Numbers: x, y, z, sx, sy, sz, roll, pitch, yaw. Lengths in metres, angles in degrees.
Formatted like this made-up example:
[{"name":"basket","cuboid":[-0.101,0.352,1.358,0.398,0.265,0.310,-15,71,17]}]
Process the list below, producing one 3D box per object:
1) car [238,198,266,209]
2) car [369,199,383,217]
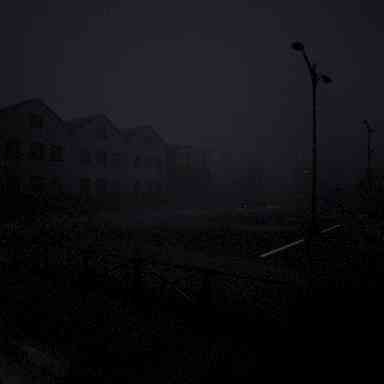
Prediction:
[{"name":"car","cuboid":[7.748,1.409,42.215,1.895,1.301,4.718,0,0,36]},{"name":"car","cuboid":[15.523,1.298,26.745,2.007,1.523,4.514,0,0,35]}]
